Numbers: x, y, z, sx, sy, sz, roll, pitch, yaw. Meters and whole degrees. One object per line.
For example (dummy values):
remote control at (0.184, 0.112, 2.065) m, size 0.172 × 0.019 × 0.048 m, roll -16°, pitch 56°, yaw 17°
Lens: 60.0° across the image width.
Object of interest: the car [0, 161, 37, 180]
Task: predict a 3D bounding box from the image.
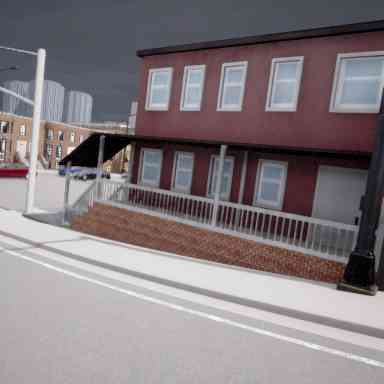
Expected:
car at (-17.373, -2.065, 31.669) m, size 1.882 × 1.535 × 5.008 m, roll 10°, pitch 6°, yaw 35°

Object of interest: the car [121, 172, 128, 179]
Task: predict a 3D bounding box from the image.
car at (-8.441, -2.556, 49.945) m, size 2.128 × 1.511 × 4.902 m, roll 10°, pitch 6°, yaw 36°

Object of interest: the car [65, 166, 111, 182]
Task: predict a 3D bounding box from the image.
car at (-11.859, -2.047, 39.320) m, size 2.128 × 1.511 × 4.902 m, roll 10°, pitch 6°, yaw 35°

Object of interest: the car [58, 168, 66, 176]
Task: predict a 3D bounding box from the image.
car at (-14.316, -2.577, 41.830) m, size 1.882 × 1.535 × 5.008 m, roll 10°, pitch 6°, yaw 36°
